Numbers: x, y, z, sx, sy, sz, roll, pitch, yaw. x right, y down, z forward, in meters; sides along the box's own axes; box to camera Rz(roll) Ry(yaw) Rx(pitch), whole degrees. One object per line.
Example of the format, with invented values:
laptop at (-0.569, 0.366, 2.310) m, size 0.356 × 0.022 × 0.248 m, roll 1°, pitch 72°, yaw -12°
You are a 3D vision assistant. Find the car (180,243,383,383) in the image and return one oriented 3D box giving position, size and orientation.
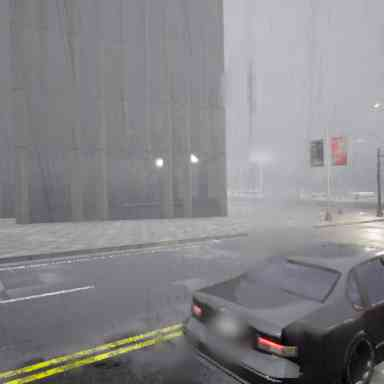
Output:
car at (2.423, 1.545, 5.188) m, size 5.357 × 1.411 × 2.033 m, roll 0°, pitch 0°, yaw -36°
